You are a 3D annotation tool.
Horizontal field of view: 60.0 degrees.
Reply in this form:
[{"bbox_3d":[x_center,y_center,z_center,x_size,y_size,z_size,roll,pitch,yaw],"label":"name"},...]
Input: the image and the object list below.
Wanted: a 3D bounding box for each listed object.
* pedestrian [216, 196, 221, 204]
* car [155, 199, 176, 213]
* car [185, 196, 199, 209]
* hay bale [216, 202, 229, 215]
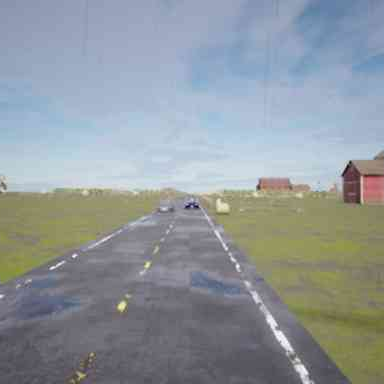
[{"bbox_3d":[2.818,1.307,34.901,0.375,1.860,0.375,1,-1,2],"label":"pedestrian"},{"bbox_3d":[-2.851,1.526,36.462,1.812,1.442,4.674,0,0,0],"label":"car"},{"bbox_3d":[0.012,1.602,44.682,1.895,1.301,4.718,0,0,1],"label":"car"},{"bbox_3d":[3.108,1.656,33.794,1.220,1.180,1.240,-1,-1,0],"label":"hay bale"}]
